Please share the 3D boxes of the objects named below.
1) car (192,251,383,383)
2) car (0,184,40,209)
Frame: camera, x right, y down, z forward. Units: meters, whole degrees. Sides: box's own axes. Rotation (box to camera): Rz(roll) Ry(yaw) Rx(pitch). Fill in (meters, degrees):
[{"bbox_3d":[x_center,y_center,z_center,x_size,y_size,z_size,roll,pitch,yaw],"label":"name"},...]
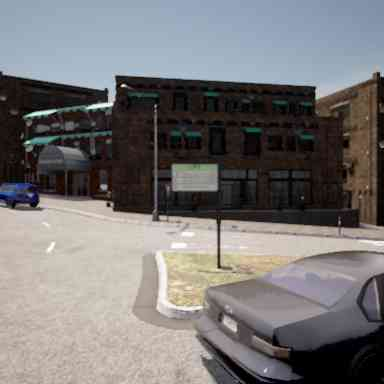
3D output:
[{"bbox_3d":[2.706,1.612,4.794,5.357,1.411,2.033,2,-1,-24],"label":"car"},{"bbox_3d":[-15.547,0.287,28.882,5.566,2.045,2.150,3,2,34],"label":"car"}]
